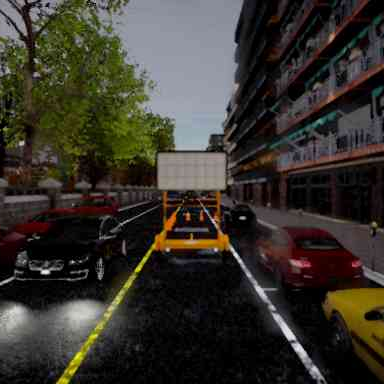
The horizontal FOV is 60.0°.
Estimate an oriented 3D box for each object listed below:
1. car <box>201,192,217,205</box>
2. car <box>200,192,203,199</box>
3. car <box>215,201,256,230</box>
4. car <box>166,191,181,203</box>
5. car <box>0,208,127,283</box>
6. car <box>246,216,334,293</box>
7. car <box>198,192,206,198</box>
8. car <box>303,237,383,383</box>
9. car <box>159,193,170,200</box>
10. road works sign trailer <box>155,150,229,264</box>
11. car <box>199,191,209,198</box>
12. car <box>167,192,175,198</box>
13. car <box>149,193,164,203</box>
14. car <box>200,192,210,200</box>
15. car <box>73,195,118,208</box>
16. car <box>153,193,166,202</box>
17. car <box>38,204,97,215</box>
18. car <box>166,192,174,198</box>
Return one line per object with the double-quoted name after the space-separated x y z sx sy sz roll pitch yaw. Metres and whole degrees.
2.655 1.141 47.784 1.887 1.381 4.507 0 0 0 "car"
2.650 1.098 53.414 1.887 1.381 4.507 0 0 0 "car"
2.676 1.394 19.635 1.947 1.339 4.313 0 0 0 "car"
-3.040 0.865 54.102 2.150 2.045 5.566 0 0 0 "car"
-3.105 1.420 9.467 1.837 1.490 4.892 0 0 0 "car"
2.684 1.507 8.373 1.802 1.307 4.206 0 0 0 "car"
2.624 0.740 87.193 1.967 1.590 4.097 0 0 0 "car"
2.689 1.498 2.912 1.752 1.417 4.829 0 1 0 "car"
-5.743 0.975 70.297 2.008 1.369 4.403 0 0 0 "car"
-0.007 0.363 11.383 2.380 3.560 2.880 0 0 0 "road works sign trailer"
2.646 0.950 59.042 1.967 1.590 4.097 0 0 0 "car"
-5.760 0.811 92.817 2.008 1.369 4.403 0 0 0 "car"
-5.731 0.993 53.407 1.967 1.590 4.097 0 0 0 "car"
2.637 0.864 70.303 1.967 1.590 4.097 0 0 0 "car"
-5.704 1.143 19.626 2.192 1.841 5.009 0 0 0 "car"
-5.735 0.950 59.035 1.967 1.590 4.097 0 0 0 "car"
-5.700 1.421 13.996 1.887 1.381 4.507 0 1 0 "car"
-5.756 0.827 87.017 1.752 1.417 4.829 0 0 0 "car"
